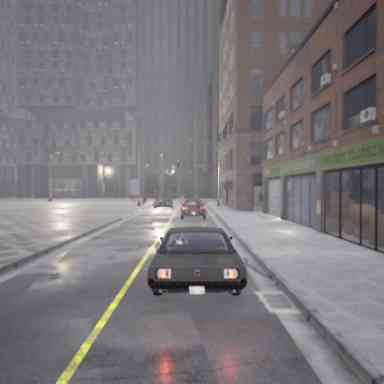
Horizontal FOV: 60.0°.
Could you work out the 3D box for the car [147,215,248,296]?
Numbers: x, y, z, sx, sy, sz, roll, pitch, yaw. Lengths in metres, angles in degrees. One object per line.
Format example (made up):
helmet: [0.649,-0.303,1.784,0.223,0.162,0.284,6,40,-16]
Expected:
car: [0.098,1.501,8.346,1.895,1.301,4.718,0,1,0]

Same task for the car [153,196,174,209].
car: [-3.072,1.131,36.451,1.994,1.385,4.181,0,1,0]

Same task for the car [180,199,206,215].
car: [0.098,1.228,24.986,1.812,1.442,4.674,0,1,0]
